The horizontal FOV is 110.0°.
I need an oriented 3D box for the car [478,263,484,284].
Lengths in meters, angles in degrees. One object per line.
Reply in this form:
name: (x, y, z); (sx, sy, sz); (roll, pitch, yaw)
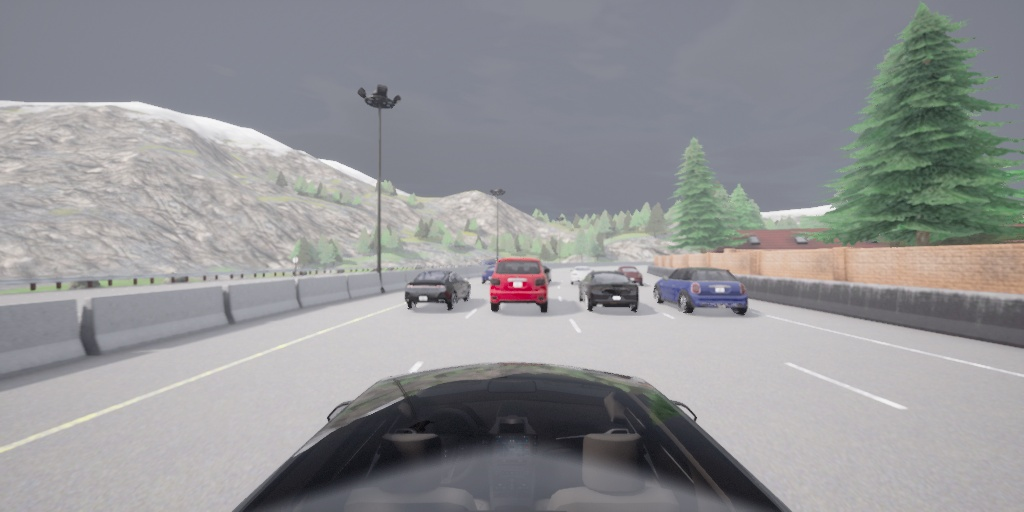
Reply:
car: (-1.231, 1.538, 30.049); (1.812, 1.442, 4.674); (0, 0, 10)

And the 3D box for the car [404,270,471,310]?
car: (-3.058, 1.368, 15.569); (2.128, 1.511, 4.902); (0, 0, 5)

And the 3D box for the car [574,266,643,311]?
car: (3.942, 1.357, 15.224); (1.882, 1.535, 5.008); (0, 0, 5)

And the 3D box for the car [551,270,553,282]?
car: (2.204, 1.517, 29.386); (1.837, 1.490, 4.892); (0, 0, 10)

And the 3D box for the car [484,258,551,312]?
car: (0.401, 1.091, 15.029); (2.150, 2.045, 5.566); (0, 0, 4)

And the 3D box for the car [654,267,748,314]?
car: (7.392, 1.227, 14.569); (2.097, 1.767, 4.553); (0, -1, 5)

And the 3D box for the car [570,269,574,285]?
car: (5.670, 1.533, 28.876); (1.812, 1.442, 4.674); (0, 0, 10)

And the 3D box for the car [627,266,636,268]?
car: (9.119, 1.531, 28.278); (1.812, 1.442, 4.674); (0, 0, 10)
